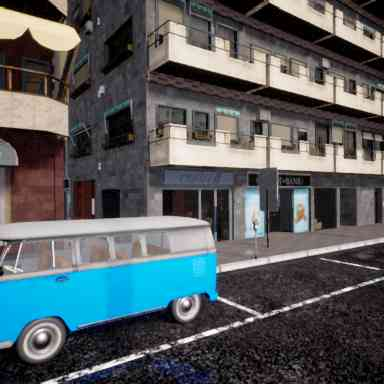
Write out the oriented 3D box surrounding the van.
[{"bbox_3d":[-1.440,1.341,5.545,3.998,1.788,1.690,0,0,-36],"label":"van"}]
